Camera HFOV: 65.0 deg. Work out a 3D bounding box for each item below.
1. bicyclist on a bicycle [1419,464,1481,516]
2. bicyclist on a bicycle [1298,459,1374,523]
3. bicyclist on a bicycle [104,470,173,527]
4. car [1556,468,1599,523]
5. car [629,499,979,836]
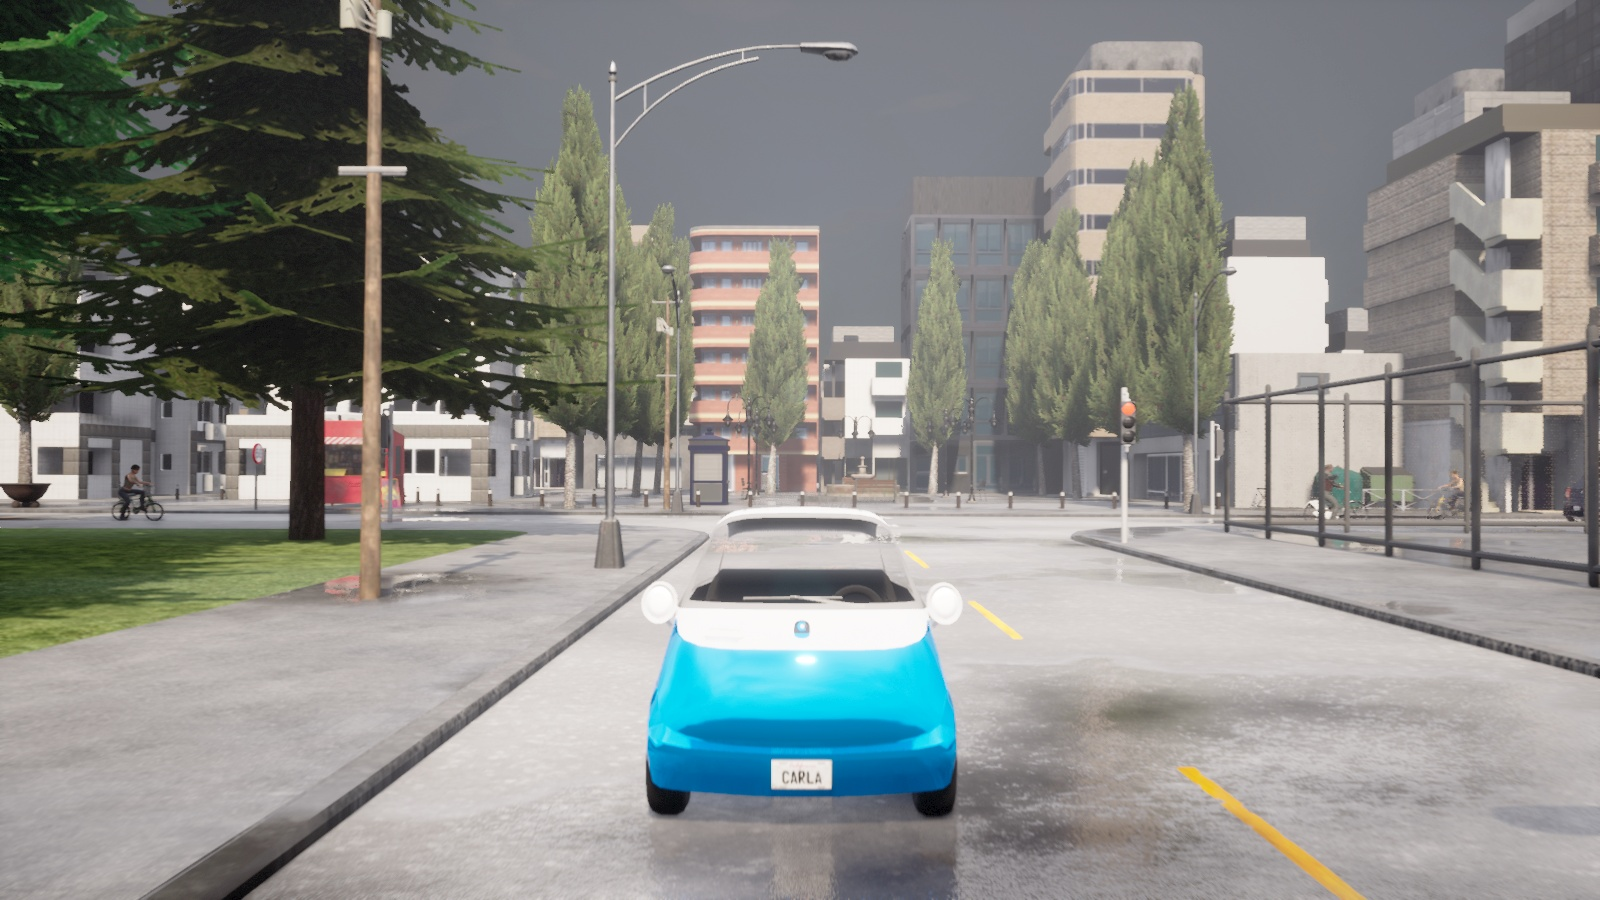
[{"bbox_3d":[20.582,1.271,39.779,1.509,1.612,0.866,0,-1,0],"label":"bicyclist on a bicycle"},{"bbox_3d":[15.239,1.165,35.716,1.843,1.776,0.659,0,-1,-1],"label":"bicyclist on a bicycle"},{"bbox_3d":[-18.844,1.369,35.806,1.509,1.612,0.866,0,-1,0],"label":"bicyclist on a bicycle"},{"bbox_3d":[23.920,1.274,35.773,3.633,1.501,1.845,0,-1,0],"label":"car"},{"bbox_3d":[0.017,0.965,6.434,1.481,1.376,2.207,0,-1,0],"label":"car"}]
